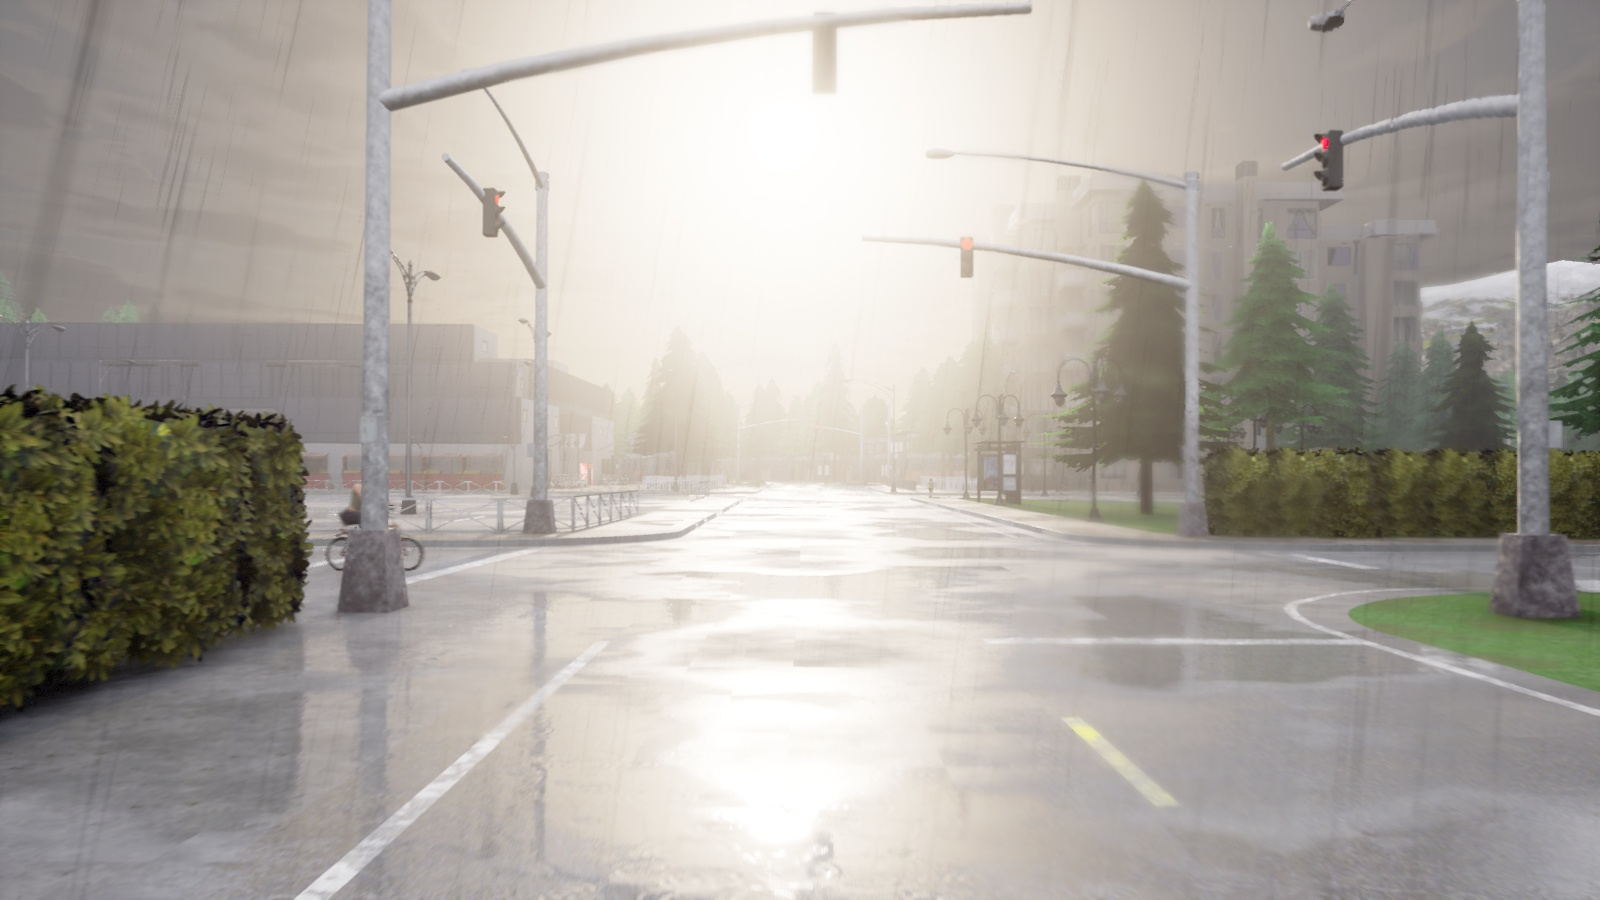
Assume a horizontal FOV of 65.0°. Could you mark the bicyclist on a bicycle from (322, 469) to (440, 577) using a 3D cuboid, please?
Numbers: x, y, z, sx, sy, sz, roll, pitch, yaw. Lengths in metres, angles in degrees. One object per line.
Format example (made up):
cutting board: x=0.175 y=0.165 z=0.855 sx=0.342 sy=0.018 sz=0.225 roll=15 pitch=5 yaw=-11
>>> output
bicyclist on a bicycle: x=-6.359 y=1.097 z=19.126 sx=1.509 sy=1.612 sz=0.866 roll=0 pitch=-1 yaw=0
